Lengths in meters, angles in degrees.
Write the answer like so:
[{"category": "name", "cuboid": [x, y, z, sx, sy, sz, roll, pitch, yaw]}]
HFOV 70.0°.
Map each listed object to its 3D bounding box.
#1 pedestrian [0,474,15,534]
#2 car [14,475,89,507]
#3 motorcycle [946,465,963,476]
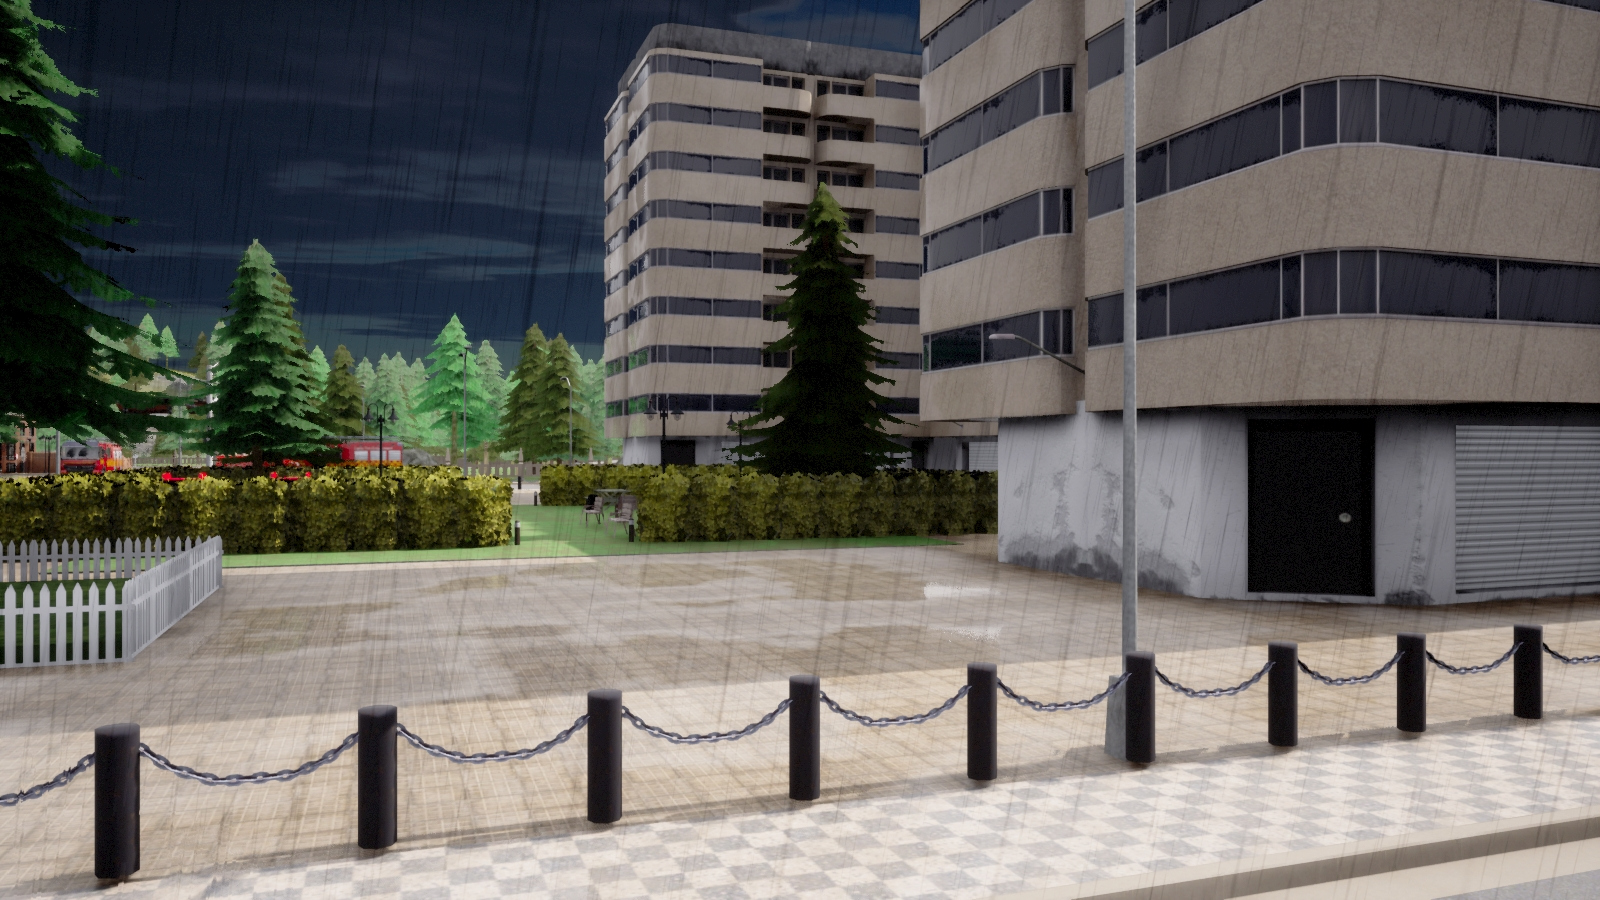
[{"category": "pedestrian", "cuboid": [-25.024, 1.695, 36.049, 0.375, 1.860, 0.375, 0, 0, -27]}, {"category": "car", "cuboid": [-38.243, 2.063, 58.523, 2.163, 1.488, 4.792, 0, 0, -20]}, {"category": "motorcycle", "cuboid": [16.084, 2.131, 119.009, 0.803, 1.199, 2.033, 0, 0, -20]}]
